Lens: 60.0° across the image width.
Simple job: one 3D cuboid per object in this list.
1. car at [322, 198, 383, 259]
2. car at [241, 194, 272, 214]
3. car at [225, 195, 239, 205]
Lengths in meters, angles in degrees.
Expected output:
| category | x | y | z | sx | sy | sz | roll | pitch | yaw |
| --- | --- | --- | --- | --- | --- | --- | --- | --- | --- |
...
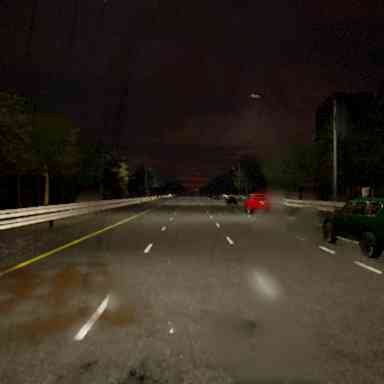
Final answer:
| category | x | y | z | sx | sy | sz | roll | pitch | yaw |
| --- | --- | --- | --- | --- | --- | --- | --- | --- | --- |
| car | 7.004 | 1.226 | 12.789 | 2.150 | 2.045 | 5.566 | 0 | 0 | 0 |
| car | 7.006 | 1.234 | 35.623 | 2.150 | 2.045 | 5.566 | 0 | 0 | 0 |
| car | 7.035 | 1.553 | 60.182 | 1.837 | 1.490 | 4.892 | 0 | 0 | 0 |
